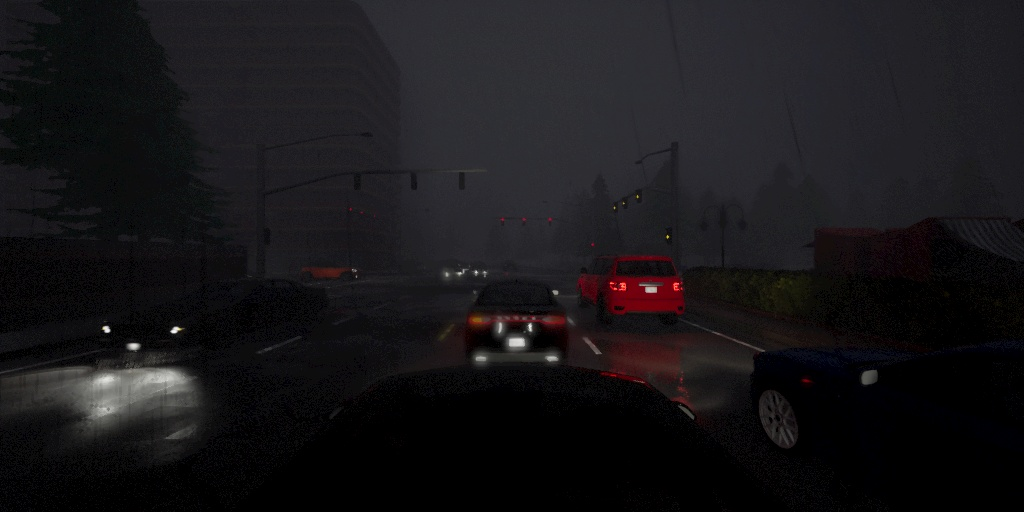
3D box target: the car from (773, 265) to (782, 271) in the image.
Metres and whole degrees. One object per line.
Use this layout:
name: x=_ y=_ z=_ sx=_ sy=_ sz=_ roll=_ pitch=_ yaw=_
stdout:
car: x=23.971 y=1.331 z=35.265 sx=4.674 sy=1.442 sz=1.812 roll=0 pitch=0 yaw=1

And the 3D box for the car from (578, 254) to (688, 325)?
car: x=3.642 y=0.971 z=12.000 sx=2.150 sy=2.045 sz=5.566 roll=0 pitch=0 yaw=1

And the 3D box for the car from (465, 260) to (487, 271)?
car: x=-4.872 y=1.314 z=50.482 sx=1.994 sy=1.385 sz=4.181 roll=0 pitch=0 yaw=-18

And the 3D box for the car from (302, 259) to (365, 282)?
car: x=-14.355 y=1.157 z=28.882 sx=4.553 sy=1.767 sz=2.097 roll=0 pitch=0 yaw=-4

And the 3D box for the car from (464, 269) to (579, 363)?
car: x=0.098 y=1.228 z=8.186 sx=1.882 sy=1.535 sz=5.008 roll=0 pitch=0 yaw=0

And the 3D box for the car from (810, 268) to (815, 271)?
car: x=29.126 y=1.297 z=31.713 sx=4.902 sy=1.511 sz=2.128 roll=0 pitch=0 yaw=1

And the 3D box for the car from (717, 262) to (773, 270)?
car: x=19.521 y=1.353 z=31.837 sx=5.357 sy=1.411 sz=2.033 roll=0 pitch=0 yaw=1

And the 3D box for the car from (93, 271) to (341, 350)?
car: x=-6.922 y=1.297 z=9.326 sx=2.033 sy=1.411 sz=5.357 roll=0 pitch=0 yaw=3

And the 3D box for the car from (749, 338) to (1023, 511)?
car: x=3.599 y=1.228 z=2.023 sx=1.882 sy=1.535 sz=5.008 roll=0 pitch=0 yaw=0

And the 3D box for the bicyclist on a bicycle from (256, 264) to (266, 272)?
bicyclist on a bicycle: x=-28.508 y=1.106 z=40.729 sx=0.582 sy=1.620 sz=1.656 roll=0 pitch=0 yaw=1

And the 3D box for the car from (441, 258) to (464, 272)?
car: x=-7.782 y=1.102 z=46.896 sx=2.097 sy=1.767 sz=4.553 roll=0 pitch=0 yaw=-13

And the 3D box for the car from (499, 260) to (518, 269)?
car: x=-0.514 y=1.275 z=48.079 sx=1.812 sy=1.442 sz=4.674 roll=0 pitch=0 yaw=-10

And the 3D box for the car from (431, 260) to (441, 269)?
car: x=-10.559 y=1.297 z=55.952 sx=2.033 sy=1.411 sz=5.357 roll=0 pitch=0 yaw=-26

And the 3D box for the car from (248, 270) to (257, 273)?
car: x=-20.128 y=1.283 z=25.137 sx=5.008 sy=1.535 sz=1.882 roll=0 pitch=0 yaw=1
